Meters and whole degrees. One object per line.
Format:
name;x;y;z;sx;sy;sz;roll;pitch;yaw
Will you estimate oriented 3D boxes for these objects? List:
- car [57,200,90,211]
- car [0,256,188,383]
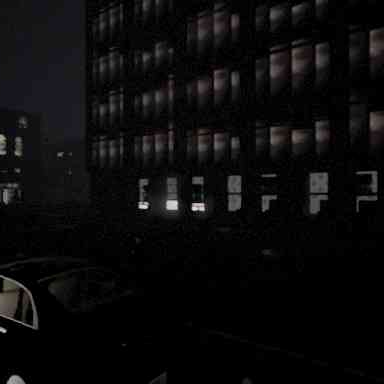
car;-13.296;1.549;38.096;1.802;1.307;4.206;0;-1;36
car;-2.098;1.534;4.376;4.403;1.369;2.008;0;0;35
